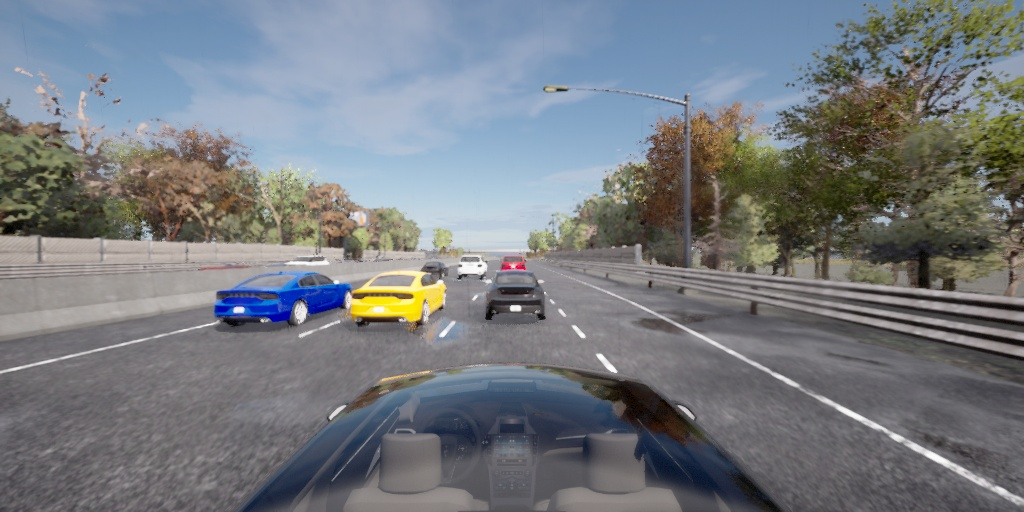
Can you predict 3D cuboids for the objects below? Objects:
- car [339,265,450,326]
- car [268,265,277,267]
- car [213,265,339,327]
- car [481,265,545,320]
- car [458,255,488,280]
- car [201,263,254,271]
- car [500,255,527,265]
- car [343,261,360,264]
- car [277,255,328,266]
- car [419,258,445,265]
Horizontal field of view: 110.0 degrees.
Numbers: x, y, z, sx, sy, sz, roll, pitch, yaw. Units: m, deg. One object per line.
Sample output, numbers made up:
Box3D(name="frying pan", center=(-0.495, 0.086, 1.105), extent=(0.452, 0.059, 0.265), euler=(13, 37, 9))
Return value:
Box3D(name="car", center=(-3.396, 1.215, 11.626), extent=(1.882, 1.535, 5.008), euler=(0, 0, 0))
Box3D(name="car", center=(-24.574, 1.265, 39.076), extent=(2.033, 1.411, 5.357), euler=(0, 0, 0))
Box3D(name="car", center=(-6.898, 1.214, 11.541), extent=(1.882, 1.535, 5.008), euler=(0, 0, 0))
Box3D(name="car", center=(0.103, 1.241, 12.614), extent=(1.837, 1.490, 4.892), euler=(0, 0, 0))
Box3D(name="car", center=(-3.398, 0.943, 31.553), extent=(2.150, 2.045, 5.566), euler=(0, 0, 0))
Box3D(name="car", center=(-28.082, 1.319, 35.494), extent=(1.895, 1.301, 4.718), euler=(0, 0, 0))
Box3D(name="car", center=(0.101, 0.943, 31.612), extent=(2.150, 2.045, 5.566), euler=(0, 0, 0))
Box3D(name="car", center=(-17.577, 1.244, 38.994), extent=(1.812, 1.442, 4.674), euler=(0, 0, 0))
Box3D(name="car", center=(-21.085, 0.938, 36.939), extent=(2.150, 2.045, 5.566), euler=(0, 0, 0))
Box3D(name="car", center=(-6.894, 1.226, 32.489), extent=(1.837, 1.490, 4.892), euler=(0, 0, 0))
